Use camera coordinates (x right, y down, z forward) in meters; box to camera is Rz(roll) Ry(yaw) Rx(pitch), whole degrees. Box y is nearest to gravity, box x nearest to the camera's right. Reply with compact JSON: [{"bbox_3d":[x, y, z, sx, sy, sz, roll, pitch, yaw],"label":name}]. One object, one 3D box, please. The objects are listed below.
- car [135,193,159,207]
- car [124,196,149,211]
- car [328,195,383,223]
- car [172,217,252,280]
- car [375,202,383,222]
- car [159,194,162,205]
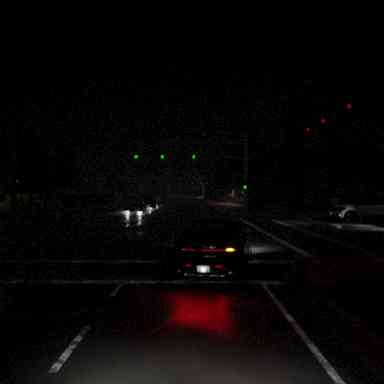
[{"bbox_3d":[-7.076,1.357,52.688,2.150,2.045,5.566,0,0,0],"label":"car"},{"bbox_3d":[-7.084,1.636,42.931,1.812,1.442,4.674,0,0,0],"label":"car"},{"bbox_3d":[13.478,1.286,25.653,5.566,2.045,2.150,0,0,-1],"label":"car"},{"bbox_3d":[0.731,1.532,10.106,1.837,1.490,4.892,-1,0,11],"label":"car"},{"bbox_3d":[15.247,1.582,22.205,4.674,1.442,1.812,0,0,-1],"label":"car"},{"bbox_3d":[-7.015,1.383,62.892,2.150,2.045,5.566,0,0,1],"label":"car"}]
